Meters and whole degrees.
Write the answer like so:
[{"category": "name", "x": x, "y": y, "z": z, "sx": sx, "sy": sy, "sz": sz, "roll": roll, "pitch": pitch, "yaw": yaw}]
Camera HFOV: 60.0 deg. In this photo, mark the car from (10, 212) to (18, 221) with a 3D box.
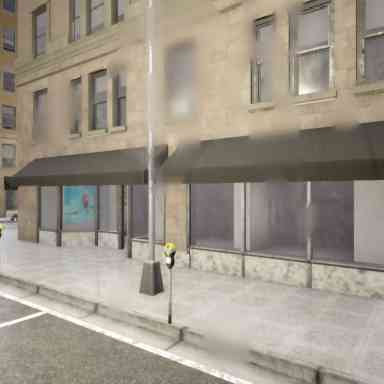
[{"category": "car", "x": -11.158, "y": 1.636, "z": 26.110, "sx": 2.033, "sy": 1.411, "sz": 5.357, "roll": 0, "pitch": 0, "yaw": 36}]
